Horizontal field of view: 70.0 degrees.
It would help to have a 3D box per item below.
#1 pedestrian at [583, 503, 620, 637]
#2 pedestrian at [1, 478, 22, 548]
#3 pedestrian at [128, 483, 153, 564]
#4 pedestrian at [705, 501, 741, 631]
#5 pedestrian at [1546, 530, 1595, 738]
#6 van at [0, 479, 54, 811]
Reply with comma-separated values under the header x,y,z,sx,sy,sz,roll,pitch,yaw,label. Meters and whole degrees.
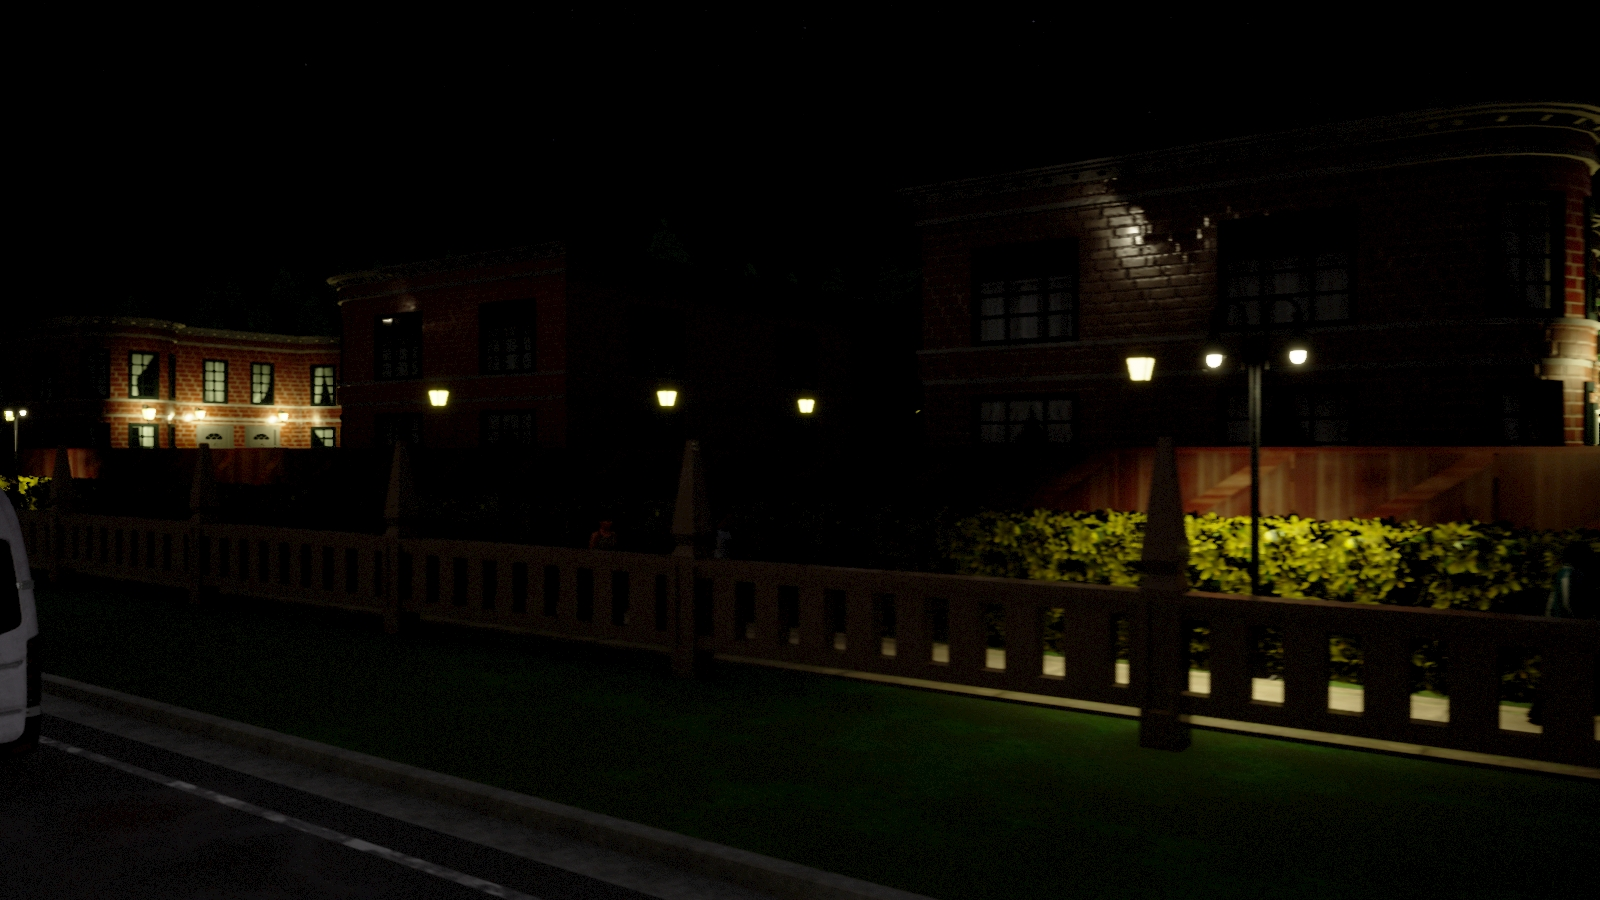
x,y,z,sx,sy,sz,roll,pitch,yaw,label
-2.837,1.695,16.337,0.375,1.860,0.375,0,0,35,pedestrian
-21.290,1.694,30.857,0.375,1.860,0.375,0,0,36,pedestrian
-15.349,1.694,26.582,0.375,1.860,0.375,0,0,36,pedestrian
-1.137,1.695,16.859,0.375,1.860,0.375,0,0,37,pedestrian
7.201,1.694,10.679,0.375,1.860,0.375,0,0,35,pedestrian
-9.003,1.533,10.085,5.915,2.561,1.988,0,0,35,van
